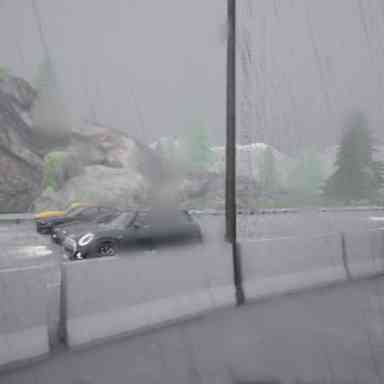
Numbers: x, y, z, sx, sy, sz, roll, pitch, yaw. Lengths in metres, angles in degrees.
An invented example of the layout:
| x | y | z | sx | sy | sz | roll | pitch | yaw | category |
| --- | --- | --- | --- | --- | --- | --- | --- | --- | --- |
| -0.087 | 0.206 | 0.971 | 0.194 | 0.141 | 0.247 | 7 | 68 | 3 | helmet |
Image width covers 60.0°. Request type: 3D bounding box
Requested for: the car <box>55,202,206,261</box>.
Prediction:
| x | y | z | sx | sy | sz | roll | pitch | yaw | category |
| --- | --- | --- | --- | --- | --- | --- | --- | --- | --- |
| -1.825 | 1.325 | 11.028 | 4.553 | 1.767 | 2.097 | 0 | 0 | -33 | car |

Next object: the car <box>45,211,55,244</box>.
| x | y | z | sx | sy | sz | roll | pitch | yaw | category |
| --- | --- | --- | --- | --- | --- | --- | --- | --- | --- |
| -3.648 | 1.525 | 14.015 | 4.181 | 1.385 | 1.994 | 0 | 0 | -33 | car |

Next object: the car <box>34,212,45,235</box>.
| x | y | z | sx | sy | sz | roll | pitch | yaw | category |
| --- | --- | --- | --- | --- | --- | --- | --- | --- | --- |
| -5.283 | 1.428 | 17.143 | 5.008 | 1.535 | 1.882 | 0 | 0 | -33 | car |

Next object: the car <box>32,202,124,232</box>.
| x | y | z | sx | sy | sz | roll | pitch | yaw | category |
| --- | --- | --- | --- | --- | --- | --- | --- | --- | --- |
| -6.861 | 1.417 | 20.286 | 5.008 | 1.535 | 1.882 | 0 | 0 | -33 | car |
